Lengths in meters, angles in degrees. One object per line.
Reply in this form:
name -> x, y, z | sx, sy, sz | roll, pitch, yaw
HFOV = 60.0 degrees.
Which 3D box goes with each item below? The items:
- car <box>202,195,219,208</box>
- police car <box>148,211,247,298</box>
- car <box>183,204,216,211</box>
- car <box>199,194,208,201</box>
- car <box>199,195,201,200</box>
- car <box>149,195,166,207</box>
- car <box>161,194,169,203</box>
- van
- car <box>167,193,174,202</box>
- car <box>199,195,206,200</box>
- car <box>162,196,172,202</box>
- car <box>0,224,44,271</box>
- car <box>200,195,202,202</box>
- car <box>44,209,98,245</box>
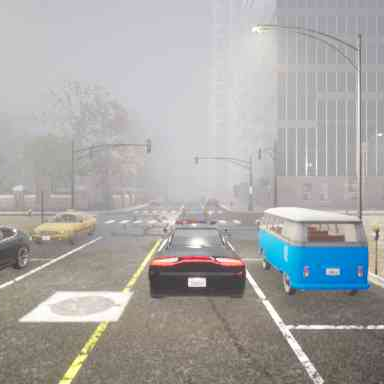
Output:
car -> 2.746, 1.416, 46.534 | 1.967, 1.590, 4.097 | 0, 0, 0
police car -> 0.106, 1.501, 8.593 | 2.038, 1.542, 4.974 | 0, 0, 0
car -> 0.119, 1.555, 17.556 | 1.994, 1.385, 4.181 | 0, 0, 0
car -> 2.786, 1.388, 80.620 | 1.967, 1.590, 4.097 | 0, 0, 0
car -> 2.778, 1.521, 74.939 | 1.947, 1.339, 4.313 | 0, 0, 0
car -> -5.629, 1.517, 52.222 | 1.887, 1.381, 4.507 | 0, 0, 0
car -> -5.623, 1.520, 57.904 | 2.008, 1.369, 4.403 | 0, 0, 0
van -> 2.783, 1.337, 8.408 | 1.690, 1.788, 3.998 | 0, 0, 0
car -> -5.608, 1.276, 69.271 | 2.192, 1.841, 5.009 | 0, 0, 0
car -> 2.799, 1.452, 92.156 | 1.752, 1.417, 4.829 | 0, 0, 0
car -> -5.603, 1.537, 74.953 | 1.802, 1.307, 4.206 | 0, 0, 0
car -> -5.761, 1.562, 8.417 | 1.947, 1.339, 4.313 | 0, 0, 0
car -> 2.752, 1.538, 52.214 | 1.947, 1.339, 4.313 | 0, 0, 0
car -> -5.801, 1.518, 15.651 | 1.752, 1.417, 4.829 | 0, 0, 0
